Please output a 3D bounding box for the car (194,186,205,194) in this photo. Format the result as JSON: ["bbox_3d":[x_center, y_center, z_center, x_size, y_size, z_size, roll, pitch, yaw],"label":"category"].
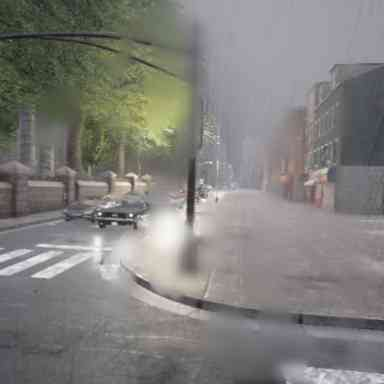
[{"bbox_3d":[1.601,-0.467,68.451,1.752,1.417,4.829,3,2,8],"label":"car"}]

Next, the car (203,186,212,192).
[{"bbox_3d":[3.861,-0.841,84.641,1.752,1.417,4.829,3,2,8],"label":"car"}]

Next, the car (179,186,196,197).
[{"bbox_3d":[-0.632,-0.163,52.427,1.967,1.590,4.097,3,2,8],"label":"car"}]

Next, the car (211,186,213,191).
[{"bbox_3d":[3.130,-0.698,79.412,2.008,1.369,4.403,3,2,8],"label":"car"}]

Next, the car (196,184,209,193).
[{"bbox_3d":[2.388,-0.808,74.009,2.192,1.841,5.009,3,2,8],"label":"car"}]

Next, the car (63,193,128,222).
[{"bbox_3d":[-5.421,0.849,18.390,2.008,1.369,4.403,3,2,8],"label":"car"}]

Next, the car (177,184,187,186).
[{"bbox_3d":[-1.379,-0.151,47.026,2.192,1.841,5.009,3,2,8],"label":"car"}]

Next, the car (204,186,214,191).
[{"bbox_3d":[4.636,-0.938,90.206,2.008,1.369,4.403,3,2,8],"label":"car"}]

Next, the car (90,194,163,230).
[{"bbox_3d":[-3.074,1.020,16.780,1.895,1.301,4.718,2,2,8],"label":"car"}]

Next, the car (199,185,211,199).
[{"bbox_3d":[1.202,0.140,46.946,1.812,1.442,4.674,2,2,9],"label":"car"}]

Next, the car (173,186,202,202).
[{"bbox_3d":[-0.445,0.435,35.521,1.812,1.442,4.674,2,2,8],"label":"car"}]

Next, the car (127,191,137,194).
[{"bbox_3d":[-5.171,0.768,20.347,1.752,1.417,4.829,3,2,8],"label":"car"}]

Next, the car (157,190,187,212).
[{"bbox_3d":[-1.805,0.769,25.902,1.895,1.301,4.718,2,2,8],"label":"car"}]

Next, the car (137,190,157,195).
[{"bbox_3d":[-4.407,0.655,25.450,2.008,1.369,4.403,3,2,8],"label":"car"}]
